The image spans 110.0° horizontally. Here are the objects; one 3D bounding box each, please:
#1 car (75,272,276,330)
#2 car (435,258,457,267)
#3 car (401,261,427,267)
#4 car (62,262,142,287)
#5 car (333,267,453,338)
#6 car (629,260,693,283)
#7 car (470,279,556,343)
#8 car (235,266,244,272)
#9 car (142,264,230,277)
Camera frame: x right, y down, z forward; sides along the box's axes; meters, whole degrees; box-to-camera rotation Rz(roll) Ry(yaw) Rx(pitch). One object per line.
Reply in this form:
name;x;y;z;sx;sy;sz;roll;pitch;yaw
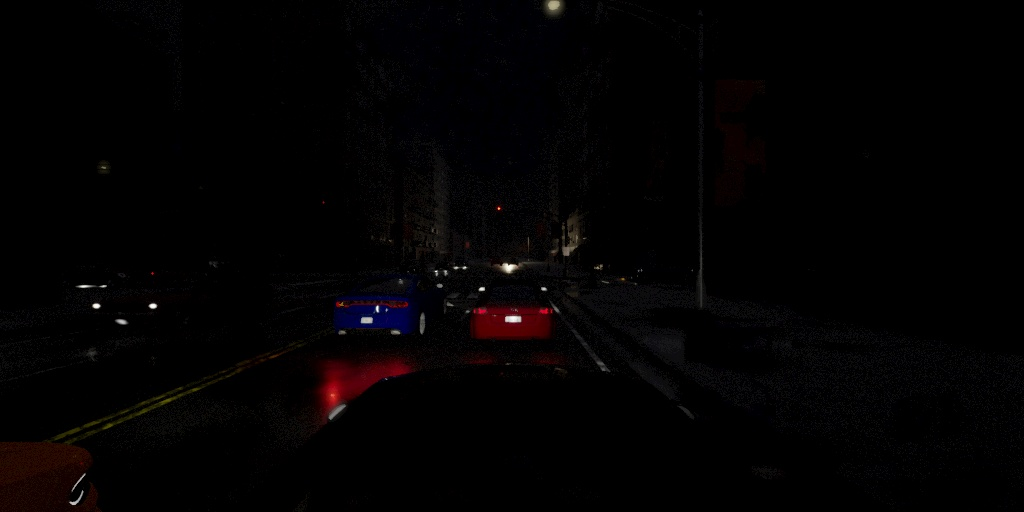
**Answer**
car;-9.824;1.351;11.241;1.895;1.301;4.718;0;0;0
car;-9.688;1.293;51.350;2.033;1.411;5.357;0;0;0
car;-9.741;1.255;35.820;1.837;1.490;4.892;0;0;0
car;-25.351;1.172;22.500;4.097;1.591;1.967;0;0;0
car;-3.122;1.228;10.176;1.882;1.535;5.008;0;0;0
car;11.631;1.140;28.061;4.553;1.767;2.097;0;0;2
car;0.029;1.314;9.648;1.994;1.385;4.181;0;0;0
car;-25.283;1.330;30.524;4.313;1.339;1.948;0;0;0
car;-22.523;1.307;25.018;4.181;1.385;1.994;0;0;1
